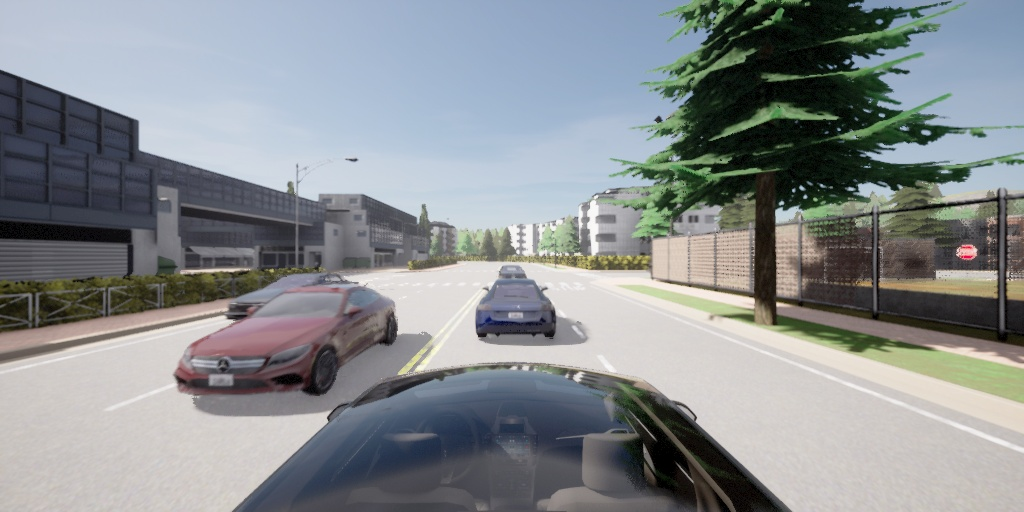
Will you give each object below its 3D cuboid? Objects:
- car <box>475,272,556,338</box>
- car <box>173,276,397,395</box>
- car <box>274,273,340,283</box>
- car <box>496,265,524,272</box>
[{"bbox_3d":[0.092,1.318,10.148,1.994,1.385,4.181,0,0,0],"label":"car"},{"bbox_3d":[-3.592,1.278,6.764,1.812,1.442,4.674,0,0,0],"label":"car"},{"bbox_3d":[-7.074,1.304,12.464,2.033,1.411,5.357,0,0,0],"label":"car"},{"bbox_3d":[-0.075,1.311,24.441,2.033,1.411,5.357,0,0,-3],"label":"car"}]
